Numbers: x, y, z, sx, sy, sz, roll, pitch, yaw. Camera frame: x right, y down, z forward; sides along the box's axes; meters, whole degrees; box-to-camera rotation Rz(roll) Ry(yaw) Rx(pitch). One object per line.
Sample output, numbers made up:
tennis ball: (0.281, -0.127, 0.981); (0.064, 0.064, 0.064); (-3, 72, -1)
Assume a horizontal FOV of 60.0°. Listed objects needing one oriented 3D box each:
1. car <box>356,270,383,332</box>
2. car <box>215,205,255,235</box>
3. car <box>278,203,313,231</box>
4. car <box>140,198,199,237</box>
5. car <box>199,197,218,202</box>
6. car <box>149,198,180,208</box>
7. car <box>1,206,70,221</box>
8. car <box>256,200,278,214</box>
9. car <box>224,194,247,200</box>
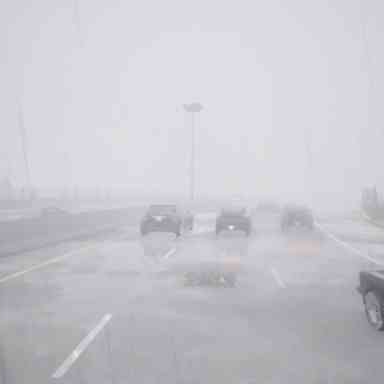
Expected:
car: (3.801, 1.625, 3.884); (1.895, 1.301, 4.718); (0, 0, 3)
car: (2.511, 1.547, 19.233); (1.837, 1.490, 4.892); (0, 0, 12)
car: (6.662, 1.570, 21.444); (1.837, 1.490, 4.892); (0, 0, 14)
car: (-1.220, 1.375, 18.481); (2.097, 1.767, 4.553); (0, 0, 11)
car: (2.752, 1.624, 55.602); (1.812, 1.442, 4.674); (0, 0, 33)
car: (-4.137, 1.606, 50.970); (2.033, 1.411, 5.357); (0, 0, 29)
car: (-8.537, 1.514, 18.617); (1.812, 1.442, 4.674); (0, 0, 12)
car: (8.342, 1.600, 36.402); (1.837, 1.490, 4.892); (0, 0, 24)
car: (7.379, 1.327, 56.324); (2.150, 2.045, 5.566); (0, 0, 35)
